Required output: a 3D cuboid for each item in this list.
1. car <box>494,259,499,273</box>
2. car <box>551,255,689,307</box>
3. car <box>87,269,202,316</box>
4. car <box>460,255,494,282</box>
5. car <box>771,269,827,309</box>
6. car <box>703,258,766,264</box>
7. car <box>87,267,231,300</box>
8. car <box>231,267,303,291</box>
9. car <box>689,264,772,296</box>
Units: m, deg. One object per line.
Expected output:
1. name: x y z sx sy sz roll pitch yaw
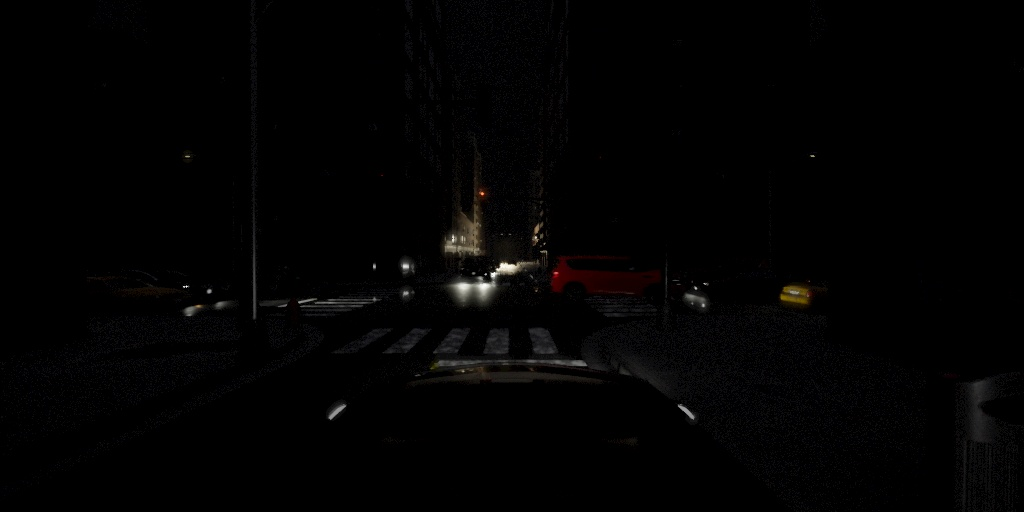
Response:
1. car: -2.926 1.240 44.215 1.837 1.490 4.892 0 0 0
2. car: 4.477 0.972 15.646 5.566 2.045 2.150 0 2 23
3. car: -14.403 1.304 12.896 4.829 1.417 1.751 0 0 0
4. car: -2.904 0.966 29.700 2.150 2.045 5.566 0 0 0
5. car: 12.481 1.280 12.910 4.829 1.417 1.751 0 0 0
6. car: 12.315 1.032 20.936 5.009 1.841 2.192 0 0 0
7. car: -15.481 1.260 15.421 4.902 1.511 2.128 0 0 0
8. car: -14.568 1.307 20.921 4.313 1.339 1.948 0 0 0
9. car: 12.135 1.277 18.360 5.357 1.411 2.033 0 0 3
